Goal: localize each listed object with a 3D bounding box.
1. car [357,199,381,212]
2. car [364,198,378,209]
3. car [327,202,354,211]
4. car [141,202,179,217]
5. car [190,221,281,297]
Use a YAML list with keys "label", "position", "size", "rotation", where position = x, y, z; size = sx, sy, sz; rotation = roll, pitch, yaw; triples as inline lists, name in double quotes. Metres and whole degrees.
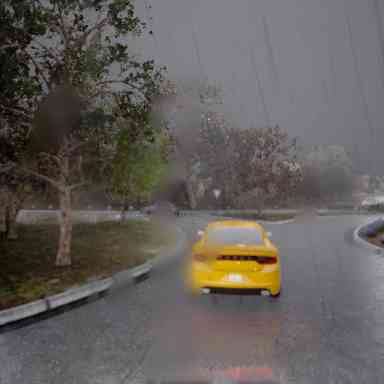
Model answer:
- label: "car"
  position: [25.612, 2.095, 48.075]
  size: [4.674, 1.442, 1.812]
  rotation: [1, -1, -40]
- label: "car"
  position: [32.977, 2.054, 61.173]
  size: [2.097, 1.767, 4.553]
  rotation: [0, 0, 32]
- label: "car"
  position: [22.020, 2.155, 49.289]
  size: [4.718, 1.301, 1.895]
  rotation: [1, -1, -37]
- label: "car"
  position: [-3.187, 1.696, 32.660]
  size: [4.181, 1.385, 1.994]
  rotation: [0, 0, 43]
- label: "car"
  position: [1.115, 1.491, 8.742]
  size: [1.882, 1.535, 5.008]
  rotation: [0, 0, 7]
